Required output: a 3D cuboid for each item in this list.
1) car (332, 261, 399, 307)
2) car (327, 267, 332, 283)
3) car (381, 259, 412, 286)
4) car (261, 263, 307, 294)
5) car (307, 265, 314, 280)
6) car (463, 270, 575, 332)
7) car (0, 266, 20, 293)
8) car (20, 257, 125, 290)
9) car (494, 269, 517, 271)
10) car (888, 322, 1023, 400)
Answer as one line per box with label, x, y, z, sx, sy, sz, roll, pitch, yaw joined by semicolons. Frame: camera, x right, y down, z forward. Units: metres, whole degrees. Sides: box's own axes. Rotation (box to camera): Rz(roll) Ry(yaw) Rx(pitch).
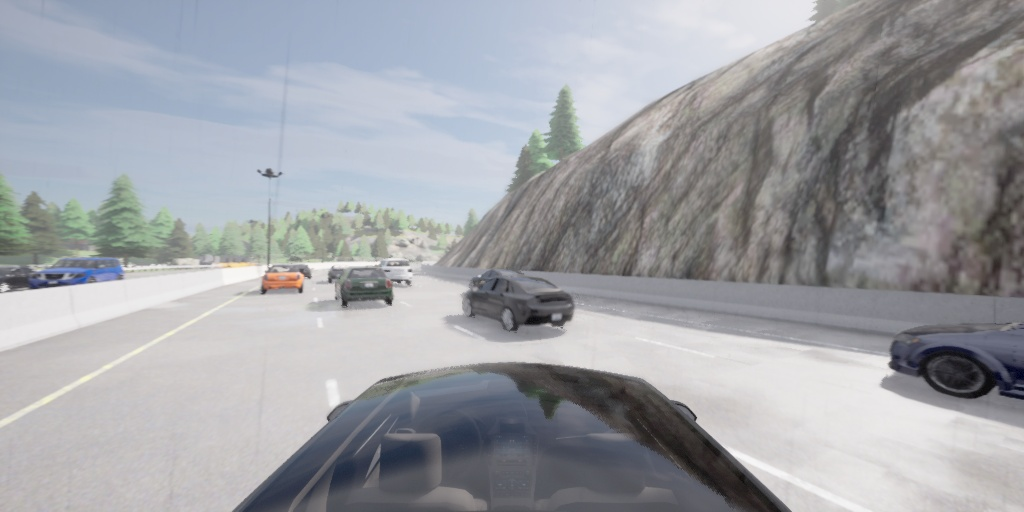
car;-6.965;1.256;16.696;2.097;1.767;4.553;1;-1;-30
car;-15.610;1.554;32.513;2.128;1.511;4.902;1;-1;-27
car;-9.391;1.257;28.175;2.150;2.045;5.566;1;-1;-29
car;-14.120;1.294;22.267;2.097;1.767;4.553;1;-1;-30
car;-21.309;1.590;36.297;1.837;1.490;4.892;0;0;-27
car;-0.010;1.376;11.521;1.837;1.490;4.892;1;-1;-30
car;-29.322;1.356;20.561;1.837;1.490;4.892;1;-1;-28
car;-26.022;1.104;21.768;2.150;2.045;5.566;1;-1;-28
car;-0.653;1.448;19.752;1.882;1.535;5.008;1;-1;-30
car;7.921;1.385;4.631;1.994;1.385;4.181;1;-1;-30
